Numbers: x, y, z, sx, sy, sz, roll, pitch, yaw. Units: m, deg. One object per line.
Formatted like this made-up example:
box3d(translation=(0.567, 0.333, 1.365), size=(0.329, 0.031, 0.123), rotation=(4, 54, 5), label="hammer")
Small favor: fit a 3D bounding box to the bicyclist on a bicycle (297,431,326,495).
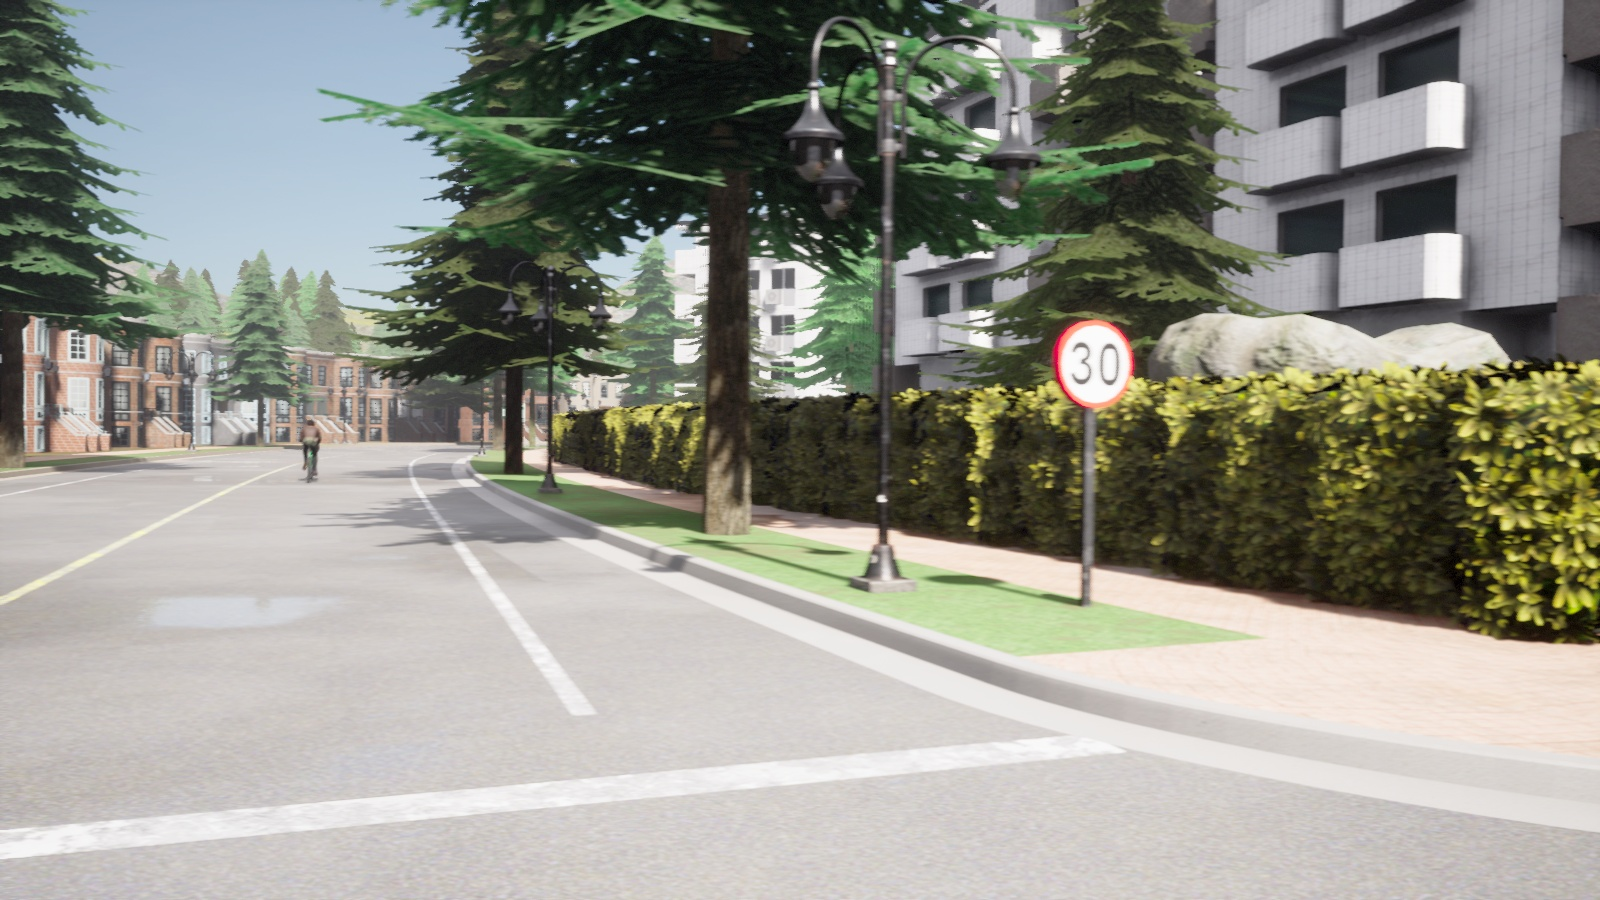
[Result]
box3d(translation=(-12.740, 0.316, 32.806), size=(0.582, 1.620, 1.656), rotation=(-1, 1, -18), label="bicyclist on a bicycle")
